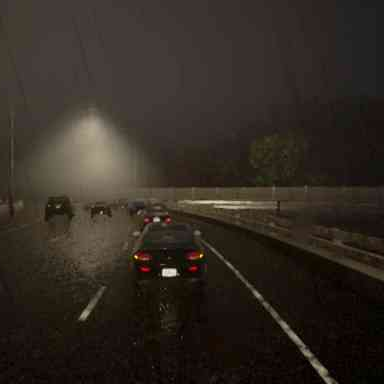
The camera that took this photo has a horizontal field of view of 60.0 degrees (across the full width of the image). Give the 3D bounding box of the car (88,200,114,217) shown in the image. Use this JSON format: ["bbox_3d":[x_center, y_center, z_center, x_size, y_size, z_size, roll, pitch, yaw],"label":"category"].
[{"bbox_3d":[-8.908,1.621,32.376,1.837,1.490,4.892,0,0,-17],"label":"car"}]

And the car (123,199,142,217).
[{"bbox_3d":[-5.399,1.640,32.826,1.812,1.442,4.674,0,-1,-17],"label":"car"}]

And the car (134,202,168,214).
[{"bbox_3d":[-2.429,1.620,21.216,2.033,1.411,5.357,0,0,-11],"label":"car"}]

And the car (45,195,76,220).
[{"bbox_3d":[-11.538,1.327,29.299,2.150,2.045,5.566,0,-1,-17],"label":"car"}]

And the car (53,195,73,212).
[{"bbox_3d":[-16.627,1.380,42.746,2.150,2.045,5.566,0,0,-24],"label":"car"}]

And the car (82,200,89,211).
[{"bbox_3d":[-13.112,1.721,43.421,1.994,1.385,4.181,0,0,-23],"label":"car"}]

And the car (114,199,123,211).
[{"bbox_3d":[-9.835,1.664,44.665,1.837,1.490,4.892,0,0,-24],"label":"car"}]

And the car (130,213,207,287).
[{"bbox_3d":[-0.692,1.558,9.392,1.812,1.442,4.674,0,0,-5],"label":"car"}]
